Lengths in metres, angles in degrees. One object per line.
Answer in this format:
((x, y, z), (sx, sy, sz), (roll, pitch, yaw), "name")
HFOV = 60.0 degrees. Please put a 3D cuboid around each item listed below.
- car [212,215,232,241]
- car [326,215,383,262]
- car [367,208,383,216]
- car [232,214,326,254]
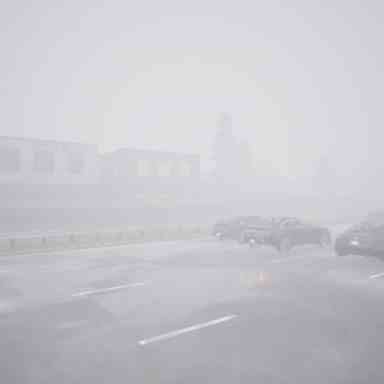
((3.349, 2.012, 18.989), (4.892, 1.490, 1.837), (0, -2, -36), "car")
((7.629, 1.860, 13.447), (4.181, 1.385, 1.994), (0, -2, -36), "car")
((17.206, 2.094, 28.940), (5.008, 1.535, 1.882), (0, -2, -36), "car")
((4.525, 1.885, 15.528), (4.902, 1.511, 2.128), (0, -2, -36), "car")
